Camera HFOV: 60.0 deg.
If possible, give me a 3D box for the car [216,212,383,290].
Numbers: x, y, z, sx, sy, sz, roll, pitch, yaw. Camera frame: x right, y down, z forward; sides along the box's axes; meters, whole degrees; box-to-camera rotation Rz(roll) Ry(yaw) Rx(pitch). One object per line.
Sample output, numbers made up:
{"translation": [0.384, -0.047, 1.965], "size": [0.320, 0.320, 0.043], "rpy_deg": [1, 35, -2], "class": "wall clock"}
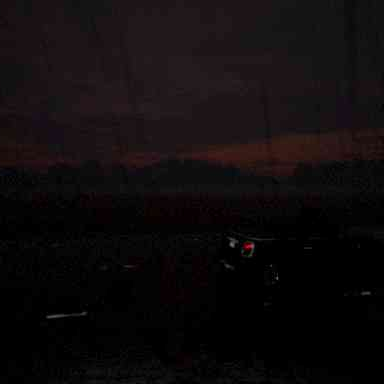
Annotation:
{"translation": [3.056, 1.361, 9.110], "size": [4.553, 1.767, 2.097], "rpy_deg": [0, 3, -16], "class": "car"}
